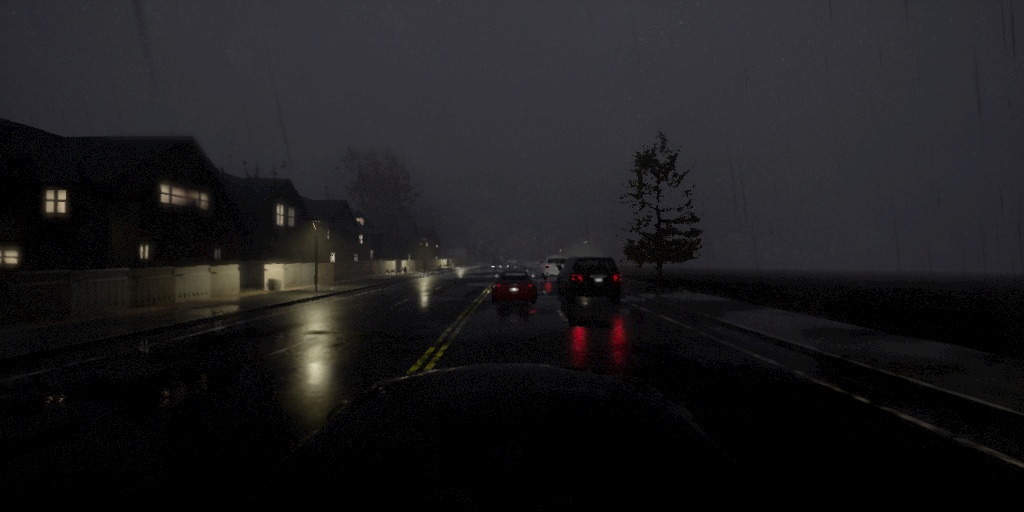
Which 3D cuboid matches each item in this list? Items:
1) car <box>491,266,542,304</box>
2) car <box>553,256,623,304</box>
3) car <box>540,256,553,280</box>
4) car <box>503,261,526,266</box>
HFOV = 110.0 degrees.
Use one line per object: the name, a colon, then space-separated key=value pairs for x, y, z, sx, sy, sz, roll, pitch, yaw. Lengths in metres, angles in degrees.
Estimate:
car: x=0.122 y=1.327 z=16.461 sx=1.994 sy=1.385 sz=4.181 roll=0 pitch=0 yaw=1
car: x=3.372 y=1.012 z=16.440 sx=2.150 sy=2.045 sz=5.566 roll=0 pitch=0 yaw=1
car: x=3.740 y=1.023 z=31.359 sx=2.150 sy=2.045 sz=5.566 roll=0 pitch=0 yaw=2
car: x=0.491 y=1.383 z=31.464 sx=1.895 sy=1.301 sz=4.718 roll=0 pitch=0 yaw=2
